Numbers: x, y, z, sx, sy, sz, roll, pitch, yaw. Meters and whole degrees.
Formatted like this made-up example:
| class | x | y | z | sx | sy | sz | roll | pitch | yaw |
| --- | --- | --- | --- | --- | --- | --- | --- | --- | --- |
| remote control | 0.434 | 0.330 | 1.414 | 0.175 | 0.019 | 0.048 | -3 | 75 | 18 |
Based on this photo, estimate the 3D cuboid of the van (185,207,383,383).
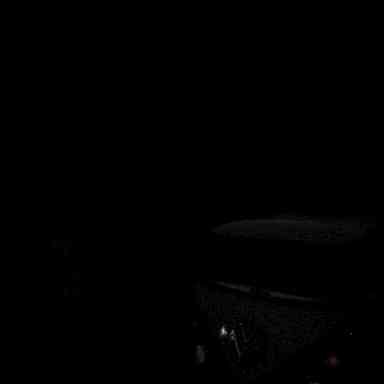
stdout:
| class | x | y | z | sx | sy | sz | roll | pitch | yaw |
| --- | --- | --- | --- | --- | --- | --- | --- | --- | --- |
| van | 1.645 | 1.253 | 4.433 | 1.878 | 1.987 | 4.442 | 0 | 1 | 35 |
